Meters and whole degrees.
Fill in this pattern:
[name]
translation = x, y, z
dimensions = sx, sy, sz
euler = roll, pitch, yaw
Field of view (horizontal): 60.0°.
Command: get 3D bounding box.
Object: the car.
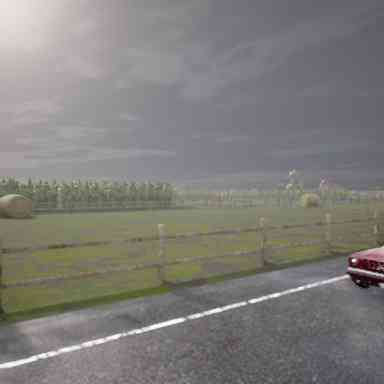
[car]
translation = 5.813, 1.646, 8.142
dimensions = 4.718, 1.301, 1.895
euler = 0, 0, -36
